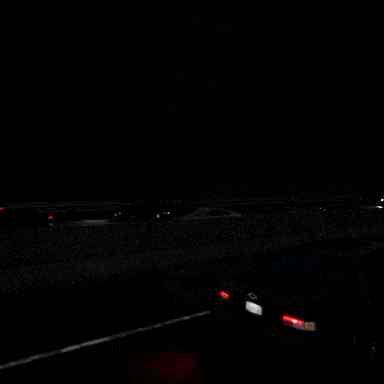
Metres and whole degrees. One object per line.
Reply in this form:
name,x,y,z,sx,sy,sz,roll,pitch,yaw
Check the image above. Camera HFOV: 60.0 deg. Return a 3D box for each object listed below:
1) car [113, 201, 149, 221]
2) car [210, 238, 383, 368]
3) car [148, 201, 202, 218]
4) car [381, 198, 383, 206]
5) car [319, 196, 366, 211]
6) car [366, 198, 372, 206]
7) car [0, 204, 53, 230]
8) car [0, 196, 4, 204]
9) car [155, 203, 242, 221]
car,-3.906,1.487,26.800,4.892,1.490,1.837,0,0,-37
car,2.842,1.547,5.773,5.357,1.411,2.033,0,0,-36
car,-0.432,1.466,25.174,4.902,1.511,2.128,0,0,-36
car,27.560,1.038,45.089,4.553,1.767,2.097,-1,0,-35
car,13.876,1.377,31.074,4.892,1.490,1.837,-1,0,-35
car,22.689,1.271,45.927,5.357,1.411,2.033,-1,0,-35
car,-9.904,1.564,18.301,4.181,1.385,1.994,0,0,-35
car,-13.718,1.220,19.112,5.566,2.045,2.150,0,0,-39
car,0.710,1.514,17.392,4.674,1.442,1.812,0,0,-35
